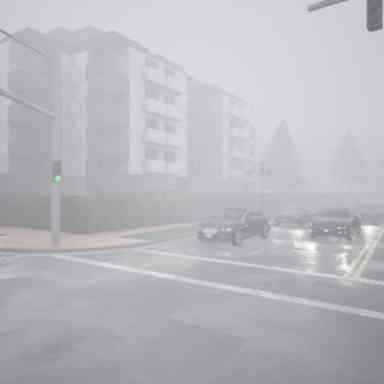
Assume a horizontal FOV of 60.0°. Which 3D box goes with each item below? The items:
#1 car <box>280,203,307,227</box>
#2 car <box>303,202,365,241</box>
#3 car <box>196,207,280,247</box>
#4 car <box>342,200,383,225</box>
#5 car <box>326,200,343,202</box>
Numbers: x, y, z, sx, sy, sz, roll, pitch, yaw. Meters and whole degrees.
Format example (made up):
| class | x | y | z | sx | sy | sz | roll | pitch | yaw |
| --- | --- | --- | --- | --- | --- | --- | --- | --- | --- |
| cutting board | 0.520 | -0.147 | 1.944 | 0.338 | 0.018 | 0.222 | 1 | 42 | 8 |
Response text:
| class | x | y | z | sx | sy | sz | roll | pitch | yaw |
| --- | --- | --- | --- | --- | --- | --- | --- | --- | --- |
| car | 7.200 | 1.526 | 22.932 | 1.812 | 1.442 | 4.674 | 0 | 0 | 36 |
| car | 7.420 | 1.505 | 17.074 | 1.837 | 1.490 | 4.892 | 0 | 0 | 34 |
| car | 2.052 | 1.492 | 15.380 | 2.128 | 1.511 | 4.902 | 0 | 0 | 35 |
| car | 12.631 | 1.565 | 24.305 | 1.994 | 1.385 | 4.181 | 0 | 0 | 39 |
| car | 12.902 | 1.506 | 30.068 | 1.837 | 1.490 | 4.892 | 0 | 0 | 45 |
